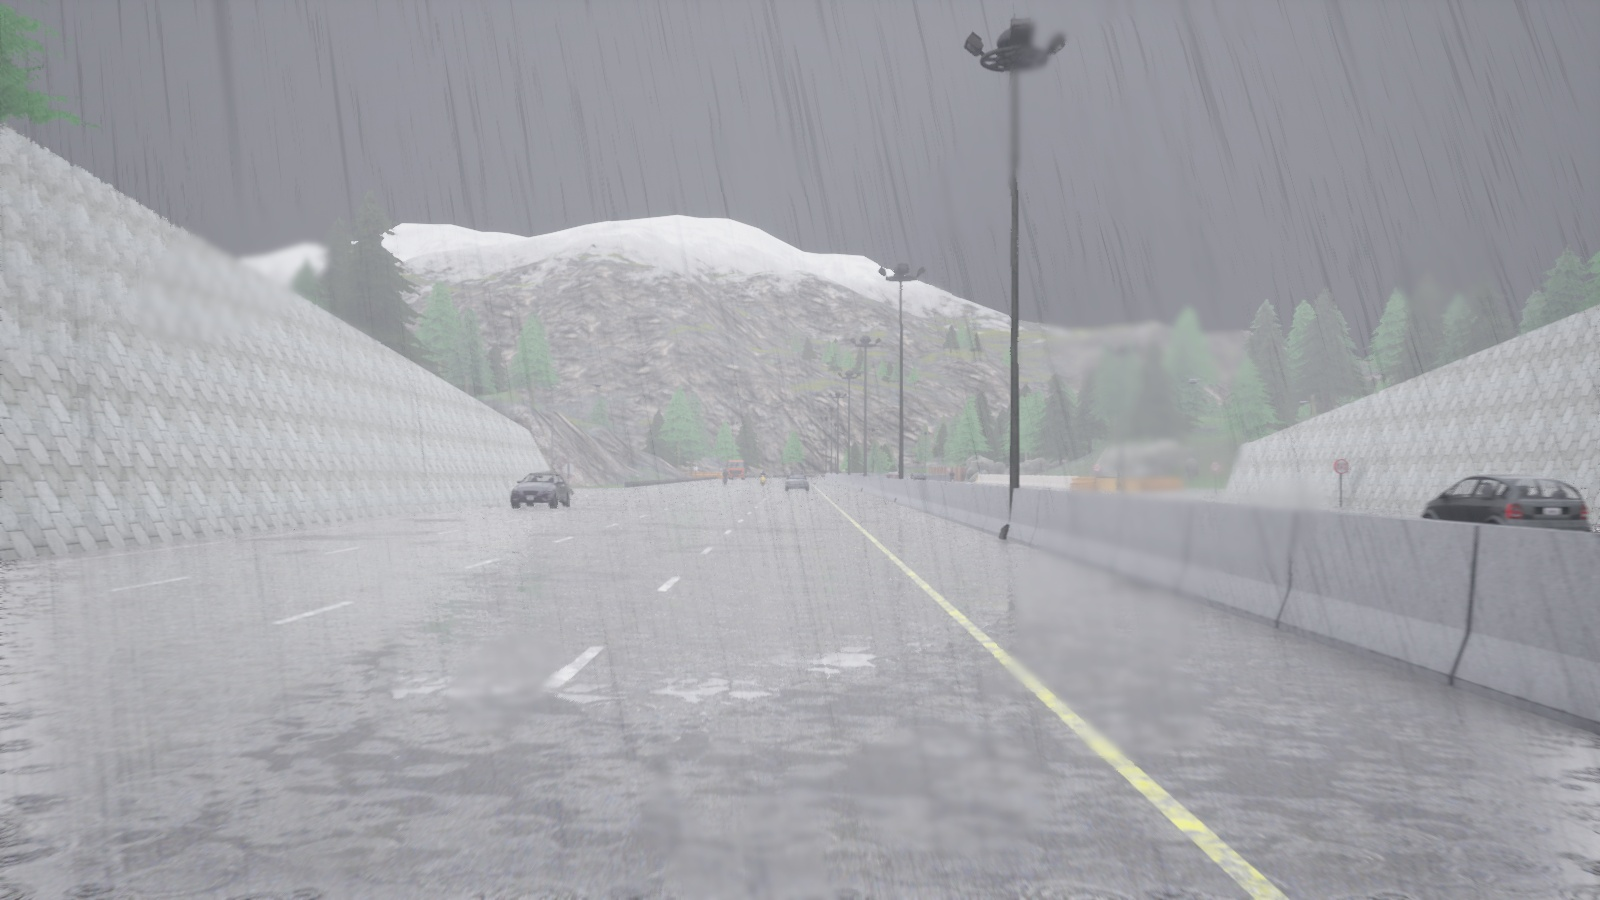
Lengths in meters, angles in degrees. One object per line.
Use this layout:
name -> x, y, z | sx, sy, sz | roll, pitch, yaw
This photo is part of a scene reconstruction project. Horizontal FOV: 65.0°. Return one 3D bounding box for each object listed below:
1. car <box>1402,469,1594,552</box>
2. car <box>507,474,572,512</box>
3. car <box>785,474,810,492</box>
car -> 13.945, 1.161, 25.342 | 1.789, 1.549, 3.705 | 0, -1, 0
car -> -10.610, 1.730, 51.367 | 1.816, 1.474, 4.193 | 0, -1, 0
car -> -0.210, 2.563, 98.369 | 1.895, 1.301, 4.718 | 0, -1, 0
